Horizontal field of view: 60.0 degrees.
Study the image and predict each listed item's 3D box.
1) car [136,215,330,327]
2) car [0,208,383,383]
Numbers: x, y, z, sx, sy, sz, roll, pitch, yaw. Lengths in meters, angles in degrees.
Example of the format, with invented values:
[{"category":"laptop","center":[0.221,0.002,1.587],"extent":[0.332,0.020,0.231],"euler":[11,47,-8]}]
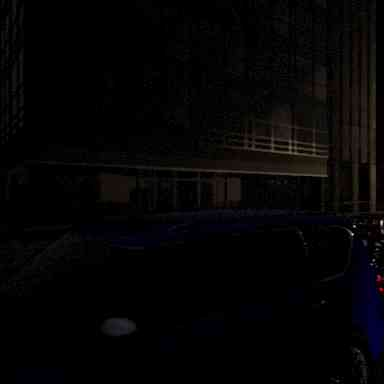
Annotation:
[{"category":"car","center":[1.036,1.444,7.506],"extent":[4.097,1.590,1.967],"euler":[0,0,-35]},{"category":"car","center":[-0.361,1.222,3.118],"extent":[5.566,2.045,2.150],"euler":[0,0,-35]}]
